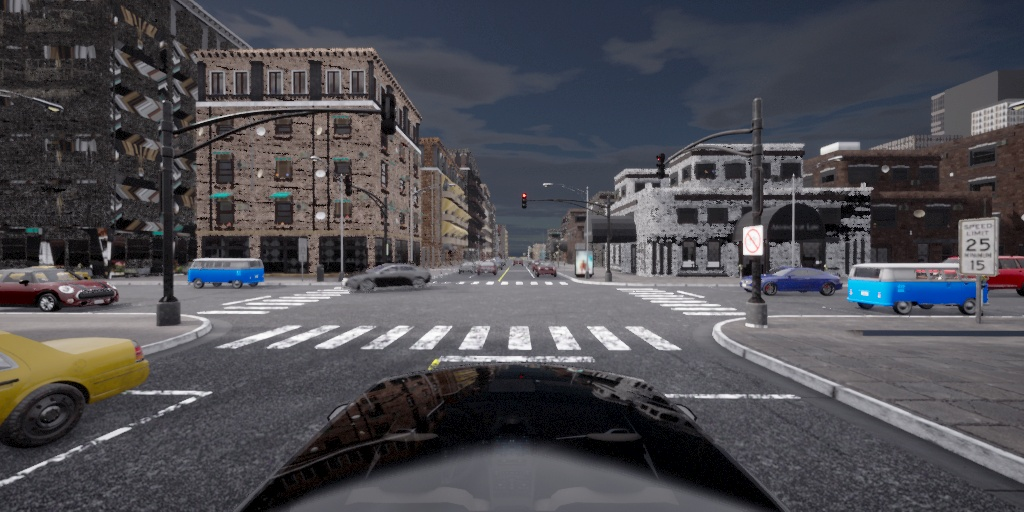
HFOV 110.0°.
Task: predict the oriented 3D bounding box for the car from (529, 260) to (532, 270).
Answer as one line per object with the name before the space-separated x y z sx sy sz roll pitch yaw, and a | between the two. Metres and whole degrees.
car | 3.445 1.341 46.491 1.802 1.307 4.207 0 0 1

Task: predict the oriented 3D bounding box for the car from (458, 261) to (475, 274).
car | -5.031 1.306 40.924 2.007 1.370 4.403 0 0 1

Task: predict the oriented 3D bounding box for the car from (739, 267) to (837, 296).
car | 14.688 1.296 18.982 4.674 1.442 1.812 0 0 2

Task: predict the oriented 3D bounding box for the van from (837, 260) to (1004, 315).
van | 14.849 1.154 13.198 3.998 1.789 1.690 0 0 1

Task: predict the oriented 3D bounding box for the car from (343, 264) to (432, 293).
car | -7.055 1.203 20.692 4.902 1.511 2.128 0 1 -39

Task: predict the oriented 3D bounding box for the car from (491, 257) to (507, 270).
car | -2.257 1.255 51.268 2.128 1.511 4.902 0 0 1

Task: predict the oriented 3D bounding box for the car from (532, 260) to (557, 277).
car | 3.253 1.191 35.099 1.967 1.591 4.097 0 0 1

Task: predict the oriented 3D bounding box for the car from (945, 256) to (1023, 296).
car | 24.350 1.017 18.891 5.566 2.045 2.150 0 0 0

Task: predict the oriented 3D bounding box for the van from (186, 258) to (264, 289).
van | -17.430 1.027 21.886 3.998 1.789 1.690 0 0 1

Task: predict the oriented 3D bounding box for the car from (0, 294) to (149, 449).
car | -5.681 1.275 2.609 1.751 1.417 4.829 0 0 1

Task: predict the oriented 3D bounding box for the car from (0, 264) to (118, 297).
car | -17.529 1.189 13.506 4.097 1.591 1.967 0 0 1

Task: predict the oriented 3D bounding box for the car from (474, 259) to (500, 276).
car | -2.503 1.278 37.167 1.812 1.442 4.674 0 0 1

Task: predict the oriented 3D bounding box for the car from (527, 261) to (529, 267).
car | 3.542 1.314 52.187 2.007 1.370 4.403 0 0 1
